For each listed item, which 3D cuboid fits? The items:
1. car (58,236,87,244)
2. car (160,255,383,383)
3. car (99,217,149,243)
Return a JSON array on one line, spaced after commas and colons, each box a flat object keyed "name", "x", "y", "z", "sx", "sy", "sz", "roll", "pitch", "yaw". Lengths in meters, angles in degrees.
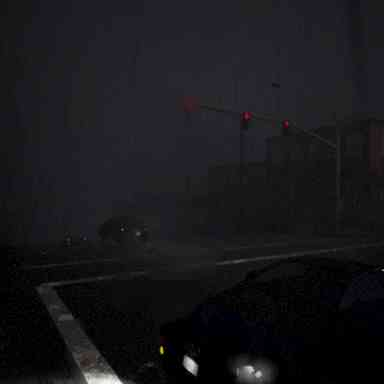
[{"name": "car", "x": -11.715, "y": 4.921, "z": 32.473, "sx": 1.895, "sy": 1.301, "sz": 4.718, "roll": 1, "pitch": -13, "yaw": -32}, {"name": "car", "x": 1.695, "y": 1.620, "z": 4.459, "sx": 4.181, "sy": 1.385, "sz": 1.994, "roll": 1, "pitch": -1, "yaw": -31}, {"name": "car", "x": -4.273, "y": 2.272, "z": 20.488, "sx": 2.128, "sy": 1.511, "sz": 4.902, "roll": 1, "pitch": -6, "yaw": -32}]
